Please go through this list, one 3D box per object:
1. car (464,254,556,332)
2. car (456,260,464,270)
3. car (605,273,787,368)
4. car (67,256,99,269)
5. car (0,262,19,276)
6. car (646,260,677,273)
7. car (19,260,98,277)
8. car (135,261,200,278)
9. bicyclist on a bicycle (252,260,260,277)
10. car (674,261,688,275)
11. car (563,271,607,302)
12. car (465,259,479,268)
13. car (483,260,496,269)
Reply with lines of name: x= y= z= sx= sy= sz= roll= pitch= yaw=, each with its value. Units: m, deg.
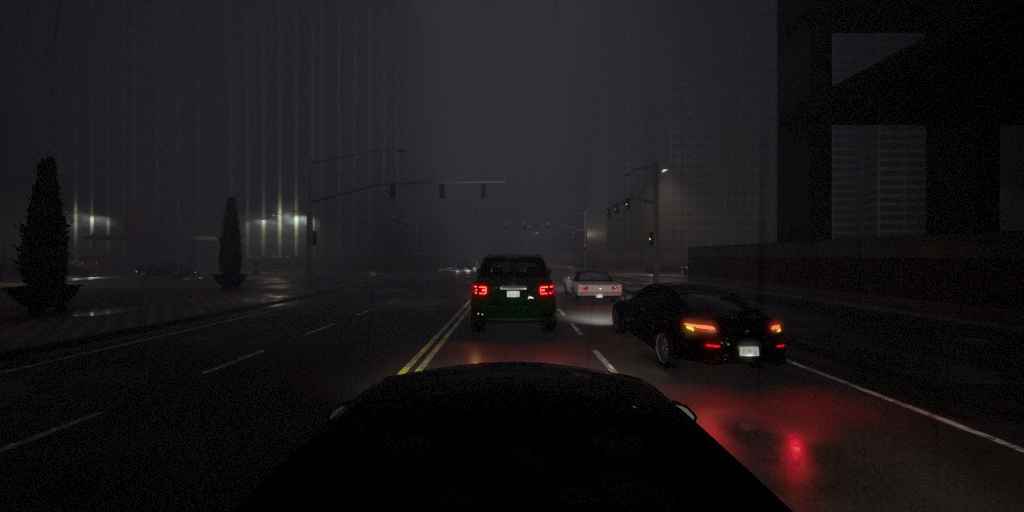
car: x=0.057 y=0.971 z=10.968 sx=2.150 sy=2.045 sz=5.566 roll=0 pitch=0 yaw=1
car: x=-7.062 y=1.276 z=53.684 sx=1.812 sy=1.442 sz=4.674 roll=0 pitch=0 yaw=0
car: x=3.589 y=1.276 z=7.725 sx=1.812 sy=1.442 sz=4.674 roll=0 pitch=0 yaw=0
car: x=-49.787 y=0.971 z=40.068 sx=5.566 sy=2.045 sz=2.150 roll=0 pitch=0 yaw=0
car: x=-50.681 y=1.314 z=36.518 sx=4.181 sy=1.385 sz=1.994 roll=0 pitch=0 yaw=3
car: x=17.806 y=1.228 z=40.636 sx=5.008 sy=1.535 sz=1.882 roll=0 pitch=0 yaw=0
car: x=-41.555 y=1.314 z=32.939 sx=4.181 sy=1.385 sz=1.994 roll=0 pitch=0 yaw=0
car: x=-31.588 y=1.241 z=32.987 sx=4.902 sy=1.511 sz=2.128 roll=0 pitch=0 yaw=0
bicyclist on a bicycle: x=-24.647 y=1.203 z=34.507 sx=0.582 sy=1.620 sz=1.656 roll=0 pitch=0 yaw=-13
car: x=19.875 y=1.351 z=37.123 sx=4.718 sy=1.301 sz=1.895 roll=0 pitch=0 yaw=1
car: x=3.593 y=1.351 z=16.887 sx=1.895 sy=1.301 sz=4.718 roll=0 pitch=0 yaw=0
car: x=-7.028 y=1.228 z=63.020 sx=1.882 sy=1.535 sz=5.008 roll=0 pitch=0 yaw=0
car: x=-3.552 y=1.351 z=57.465 sx=1.895 sy=1.301 sz=4.718 roll=0 pitch=0 yaw=0
